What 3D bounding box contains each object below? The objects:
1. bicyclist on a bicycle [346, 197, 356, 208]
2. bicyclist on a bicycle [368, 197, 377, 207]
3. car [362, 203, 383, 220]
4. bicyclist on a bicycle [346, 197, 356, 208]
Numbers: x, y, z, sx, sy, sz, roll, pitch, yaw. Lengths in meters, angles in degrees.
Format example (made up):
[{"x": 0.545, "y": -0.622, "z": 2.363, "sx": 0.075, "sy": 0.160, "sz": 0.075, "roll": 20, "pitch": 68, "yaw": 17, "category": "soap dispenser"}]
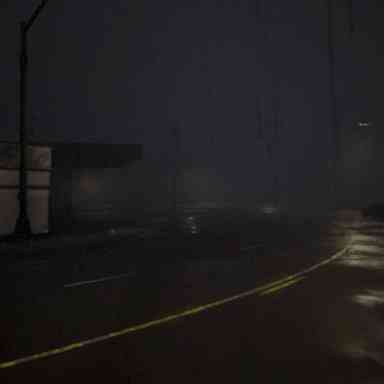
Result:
[{"x": 25.589, "y": 1.788, "z": 53.685, "sx": 1.656, "sy": 1.620, "sz": 0.582, "roll": -8, "pitch": 0, "yaw": 7, "category": "bicyclist on a bicycle"}, {"x": 31.203, "y": 1.737, "z": 57.409, "sx": 1.656, "sy": 1.620, "sz": 0.582, "roll": 0, "pitch": 0, "yaw": 43, "category": "bicyclist on a bicycle"}, {"x": 17.275, "y": 1.756, "z": 30.345, "sx": 1.812, "sy": 1.442, "sz": 4.674, "roll": 0, "pitch": 0, "yaw": 4, "category": "car"}, {"x": 26.112, "y": 1.718, "z": 54.497, "sx": 1.656, "sy": 1.620, "sz": 0.582, "roll": 0, "pitch": 0, "yaw": -28, "category": "bicyclist on a bicycle"}]
